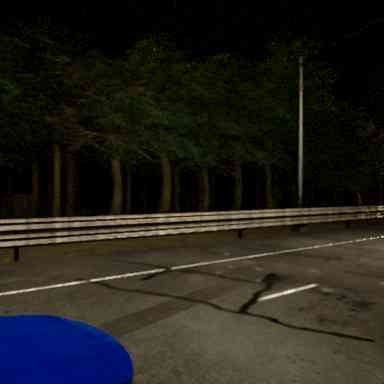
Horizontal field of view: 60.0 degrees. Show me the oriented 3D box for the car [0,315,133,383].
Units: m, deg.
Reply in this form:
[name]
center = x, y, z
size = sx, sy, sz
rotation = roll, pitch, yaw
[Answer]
[car]
center = -2.727, 1.470, 1.799
size = 5.008, 1.535, 1.882
rotation = 1, 0, -36
